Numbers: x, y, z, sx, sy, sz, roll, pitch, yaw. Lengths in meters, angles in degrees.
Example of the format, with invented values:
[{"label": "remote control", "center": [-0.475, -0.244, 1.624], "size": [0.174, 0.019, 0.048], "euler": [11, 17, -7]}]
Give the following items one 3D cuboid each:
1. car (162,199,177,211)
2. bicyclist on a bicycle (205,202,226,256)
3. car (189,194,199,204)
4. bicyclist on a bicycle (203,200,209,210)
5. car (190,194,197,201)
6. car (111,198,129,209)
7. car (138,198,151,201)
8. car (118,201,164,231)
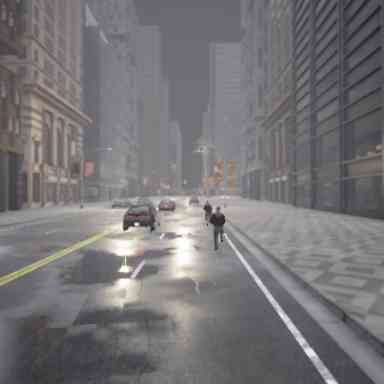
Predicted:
[{"label": "car", "center": [-2.954, 1.585, 40.139], "size": [1.994, 1.385, 4.181], "euler": [0, 0, 0]}, {"label": "bicyclist on a bicycle", "center": [0.958, 1.382, 12.263], "size": [0.659, 1.776, 1.843], "euler": [0, 0, 0]}, {"label": "car", "center": [0.388, 1.500, 63.256], "size": [2.033, 1.411, 5.357], "euler": [0, 0, 1]}, {"label": "bicyclist on a bicycle", "center": [1.001, 1.390, 21.263], "size": [0.659, 1.776, 1.843], "euler": [0, 0, 0]}, {"label": "car", "center": [0.396, 1.386, 82.784], "size": [1.837, 1.490, 4.892], "euler": [0, 0, 0]}, {"label": "car", "center": [-9.587, 1.573, 45.580], "size": [2.033, 1.411, 5.357], "euler": [0, 0, 1]}, {"label": "car", "center": [-6.361, 1.526, 44.238], "size": [1.837, 1.490, 4.892], "euler": [0, 0, 1]}, {"label": "car", "center": [-3.045, 1.532, 20.818], "size": [1.837, 1.490, 4.892], "euler": [0, 0, 0]}]
